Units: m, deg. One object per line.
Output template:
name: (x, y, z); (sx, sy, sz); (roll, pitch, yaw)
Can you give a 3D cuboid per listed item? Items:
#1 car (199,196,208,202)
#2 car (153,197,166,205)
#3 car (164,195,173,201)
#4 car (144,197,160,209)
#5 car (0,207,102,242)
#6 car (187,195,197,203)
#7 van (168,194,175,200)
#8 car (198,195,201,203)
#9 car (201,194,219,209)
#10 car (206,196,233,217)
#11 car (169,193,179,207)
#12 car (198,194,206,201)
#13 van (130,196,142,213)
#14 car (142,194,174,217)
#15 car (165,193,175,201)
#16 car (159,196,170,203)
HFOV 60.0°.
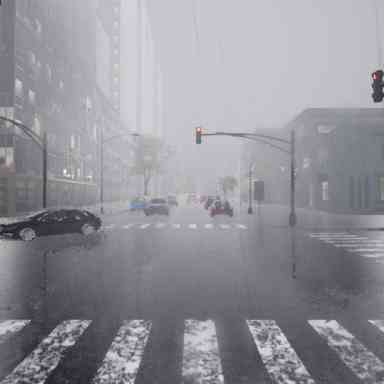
car: (2.633, 1.571, 76.437); (1.947, 1.339, 4.313); (1, 0, 0)
car: (-5.732, 1.587, 59.369); (1.802, 1.307, 4.206); (1, 0, 0)
car: (-5.752, 1.556, 82.065); (2.008, 1.369, 4.403); (1, 0, 0)
car: (-5.720, 1.530, 47.851); (1.752, 1.417, 4.829); (1, 0, 0)
car: (-6.940, 1.529, 16.679); (4.892, 1.490, 1.837); (0, 2, -44)
car: (0.037, 1.357, 69.622); (2.097, 1.767, 4.553); (0, 0, 0)
van: (-5.758, 1.347, 93.413); (1.690, 1.788, 3.998); (1, 0, 0)
car: (2.648, 1.320, 65.089); (2.192, 1.841, 5.009); (1, 0, 0)
car: (2.669, 1.320, 42.393); (2.192, 1.841, 5.009); (1, 0, 0)
car: (2.677, 1.444, 31.045); (1.967, 1.590, 4.097); (1, 0, 0)
car: (-3.133, 1.357, 50.659); (2.097, 1.767, 4.553); (0, 0, 0)
car: (2.624, 1.446, 87.785); (1.967, 1.590, 4.097); (1, 0, 0)
van: (-5.707, 1.345, 36.673); (1.690, 1.788, 3.998); (1, 0, 0)
car: (-3.128, 1.356, 31.307); (2.097, 1.767, 4.553); (0, 0, 0)
car: (-5.753, 1.321, 87.739); (2.192, 1.841, 5.009); (1, 0, 0)
car: (-5.742, 1.571, 70.717); (1.947, 1.339, 4.313); (1, 0, 0)
